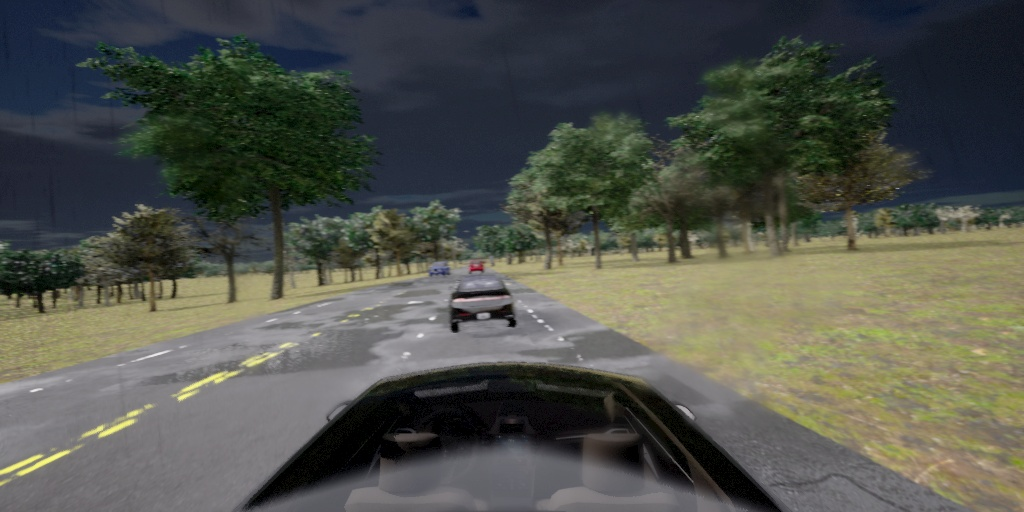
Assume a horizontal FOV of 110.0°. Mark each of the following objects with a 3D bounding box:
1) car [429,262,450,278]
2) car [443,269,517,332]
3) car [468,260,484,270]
[{"bbox_3d":[-10.287,1.913,51.233,2.150,2.045,5.566,-4,0,1],"label":"car"},{"bbox_3d":[-0.988,1.348,11.592,2.128,1.511,4.902,-4,0,-6],"label":"car"},{"bbox_3d":[-5.305,1.599,53.724,2.150,2.045,5.566,-4,0,-6],"label":"car"}]
